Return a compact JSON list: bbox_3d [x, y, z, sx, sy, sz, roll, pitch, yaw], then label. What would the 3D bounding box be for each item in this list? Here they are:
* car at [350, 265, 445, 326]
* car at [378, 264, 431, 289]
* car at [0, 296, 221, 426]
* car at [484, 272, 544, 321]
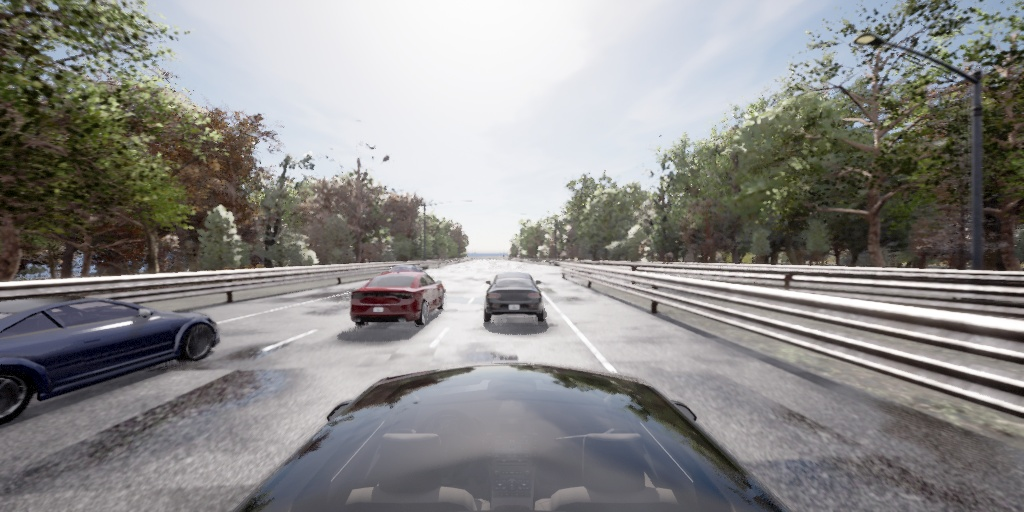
[{"bbox_3d":[-3.447,1.227,11.687,1.882,1.535,5.008,0,0,0],"label":"car"},{"bbox_3d":[-7.084,1.302,24.183,2.033,1.411,5.357,0,0,-1],"label":"car"},{"bbox_3d":[-6.918,1.315,5.551,1.994,1.385,4.181,0,0,0],"label":"car"},{"bbox_3d":[0.049,1.274,12.372,1.812,1.442,4.674,0,0,0],"label":"car"}]
